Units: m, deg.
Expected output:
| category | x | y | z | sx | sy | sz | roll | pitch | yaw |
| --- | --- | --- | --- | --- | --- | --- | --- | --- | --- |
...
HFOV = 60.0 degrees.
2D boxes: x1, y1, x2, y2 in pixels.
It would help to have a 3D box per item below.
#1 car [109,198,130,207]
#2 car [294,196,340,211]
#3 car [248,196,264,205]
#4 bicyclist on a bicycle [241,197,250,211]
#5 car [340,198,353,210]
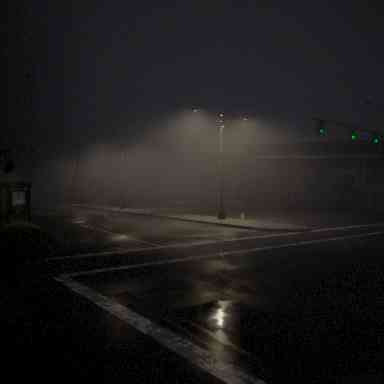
| category | x | y | z | sx | sy | sz | roll | pitch | yaw |
| --- | --- | --- | --- | --- | --- | --- | --- | --- | --- |
| car | -11.092 | 1.564 | 50.726 | 1.994 | 1.385 | 4.181 | 0 | 0 | -35 |
| car | 13.896 | 1.295 | 38.116 | 2.242 | 1.667 | 4.611 | 0 | 0 | -35 |
| car | 11.850 | 1.478 | 60.724 | 1.882 | 1.535 | 5.008 | 0 | 0 | 29 |
| bicyclist on a bicycle | 6.318 | 1.430 | 39.756 | 1.656 | 1.620 | 0.582 | -6 | -7 | -37 |
| car | 18.160 | 1.456 | 42.040 | 1.970 | 1.475 | 3.806 | 0 | 0 | -35 |
